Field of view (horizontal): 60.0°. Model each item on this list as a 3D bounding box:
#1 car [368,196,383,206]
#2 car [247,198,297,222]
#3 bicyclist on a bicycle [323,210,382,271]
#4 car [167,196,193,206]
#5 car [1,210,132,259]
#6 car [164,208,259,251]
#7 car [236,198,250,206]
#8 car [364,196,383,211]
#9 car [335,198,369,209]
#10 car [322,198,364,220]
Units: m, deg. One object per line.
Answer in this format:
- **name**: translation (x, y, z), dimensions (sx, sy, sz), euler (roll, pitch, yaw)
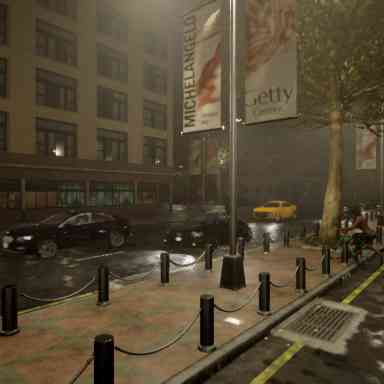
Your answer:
- **car**: translation (31.956, 1.477, 57.158), dimensions (1.882, 1.535, 5.008), euler (0, 0, 40)
- **car**: translation (6.700, 1.477, 26.604), dimensions (1.882, 1.535, 5.008), euler (0, 0, 40)
- **bicyclist on a bicycle**: translation (4.775, 1.368, 9.736), dimensions (1.656, 1.620, 0.582), euler (17, 11, 39)
- **car**: translation (-1.995, 1.505, 56.186), dimensions (4.892, 1.490, 1.837), euler (0, 0, 38)
- **car**: translation (-4.599, 1.490, 12.881), dimensions (2.128, 1.511, 4.902), euler (0, 0, 40)
- **car**: translation (0.768, 1.564, 13.901), dimensions (1.994, 1.385, 4.181), euler (0, 0, 39)
- **car**: translation (7.538, 1.547, 48.516), dimensions (5.357, 1.411, 2.033), euler (0, 0, 36)
- **car**: translation (21.724, 1.503, 39.327), dimensions (1.837, 1.490, 4.892), euler (0, 1, 40)
- **car**: translation (22.802, 1.547, 47.300), dimensions (5.357, 1.411, 2.033), euler (0, 0, -37)
- **car**: translation (12.884, 1.351, 28.602), dimensions (2.097, 1.767, 4.553), euler (0, 0, 39)
